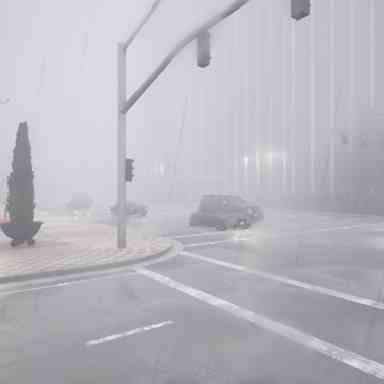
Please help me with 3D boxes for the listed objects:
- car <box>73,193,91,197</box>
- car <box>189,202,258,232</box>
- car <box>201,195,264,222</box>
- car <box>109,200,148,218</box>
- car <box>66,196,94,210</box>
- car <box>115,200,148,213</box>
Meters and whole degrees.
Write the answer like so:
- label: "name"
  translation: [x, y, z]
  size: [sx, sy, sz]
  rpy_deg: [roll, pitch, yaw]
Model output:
- label: "car"
  translation: [-17.463, 1.227, 52.746]
  size: [2.150, 2.045, 5.566]
  rpy_deg: [0, 0, -35]
- label: "car"
  translation: [1.628, 1.564, 20.238]
  size: [1.994, 1.385, 4.181]
  rpy_deg: [0, 0, -36]
- label: "car"
  translation: [2.710, 1.221, 24.683]
  size: [2.150, 2.045, 5.566]
  rpy_deg: [0, 0, -36]
- label: "car"
  translation: [-5.870, 1.601, 30.577]
  size: [1.895, 1.301, 4.718]
  rpy_deg: [0, 0, -36]
- label: "car"
  translation: [-14.642, 1.601, 42.748]
  size: [1.895, 1.301, 4.718]
  rpy_deg: [0, 0, -36]
- label: "car"
  translation: [-6.989, 1.601, 38.107]
  size: [1.895, 1.301, 4.718]
  rpy_deg: [0, 0, -36]
